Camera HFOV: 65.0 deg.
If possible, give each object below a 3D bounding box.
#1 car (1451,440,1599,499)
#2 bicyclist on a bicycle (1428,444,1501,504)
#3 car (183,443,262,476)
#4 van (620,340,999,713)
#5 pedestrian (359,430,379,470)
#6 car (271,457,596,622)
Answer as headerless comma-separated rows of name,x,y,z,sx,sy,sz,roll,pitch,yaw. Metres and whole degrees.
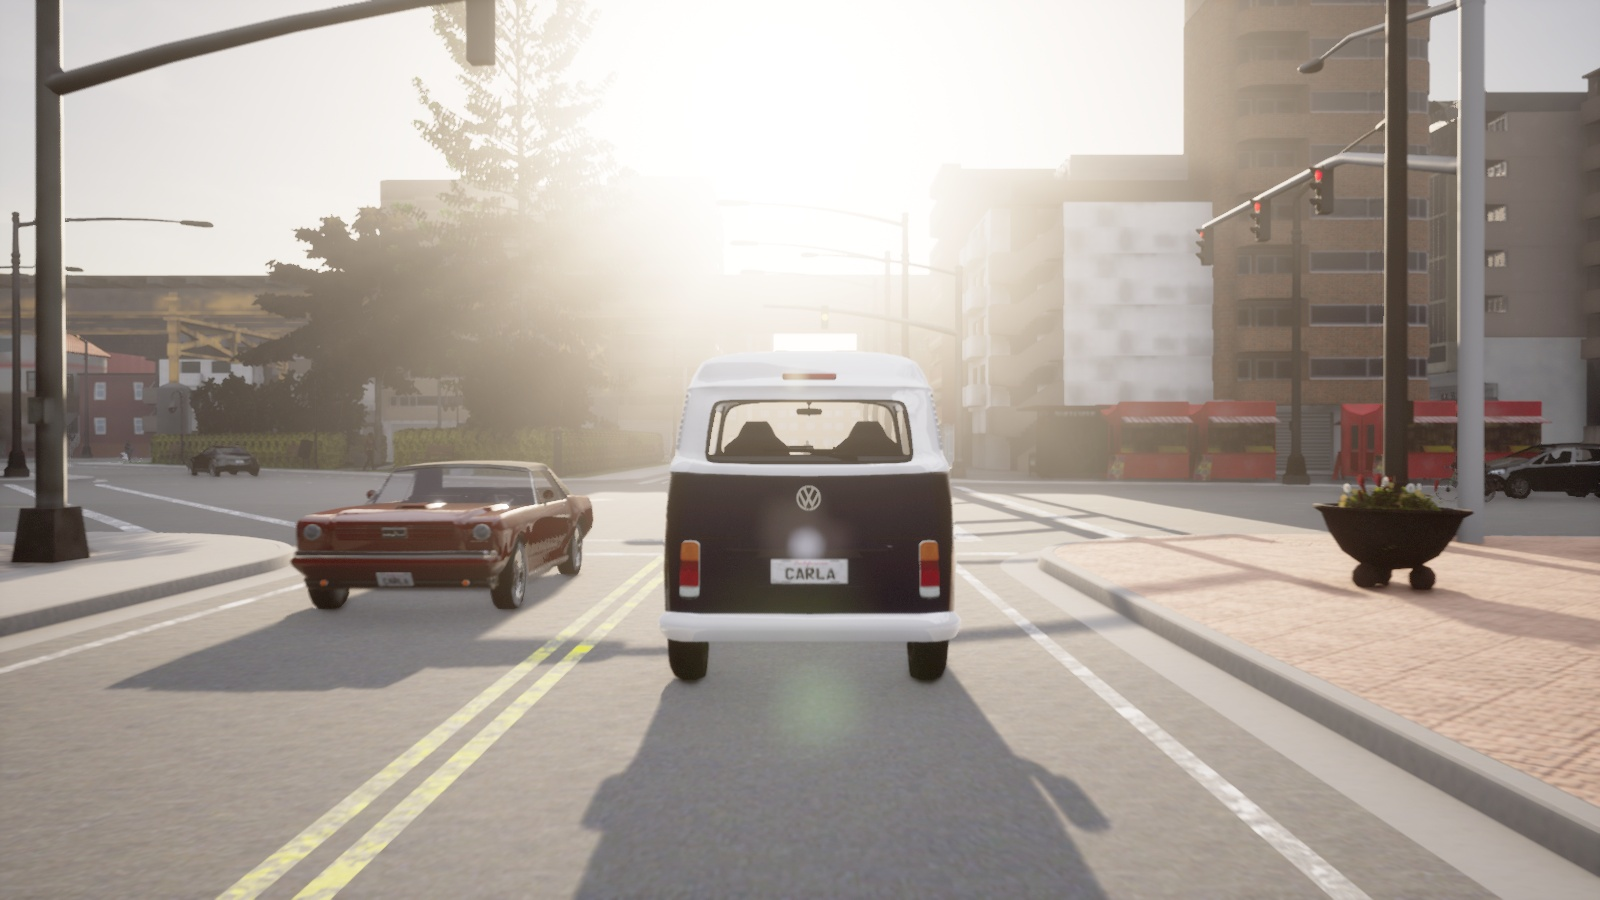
car,22.373,0.566,37.573,4.611,1.667,2.242,1,0,0
bicyclist on a bicycle,18.024,0.639,34.077,1.656,1.620,0.582,0,0,0
car,-25.910,0.404,56.284,1.994,1.385,4.181,0,1,-44
van,0.067,0.407,9.109,2.069,2.038,4.480,0,0,0
pedestrian,-19.563,0.005,57.008,0.869,1.805,0.328,0,0,28
car,-3.412,0.757,12.740,1.895,1.301,4.718,0,0,0
